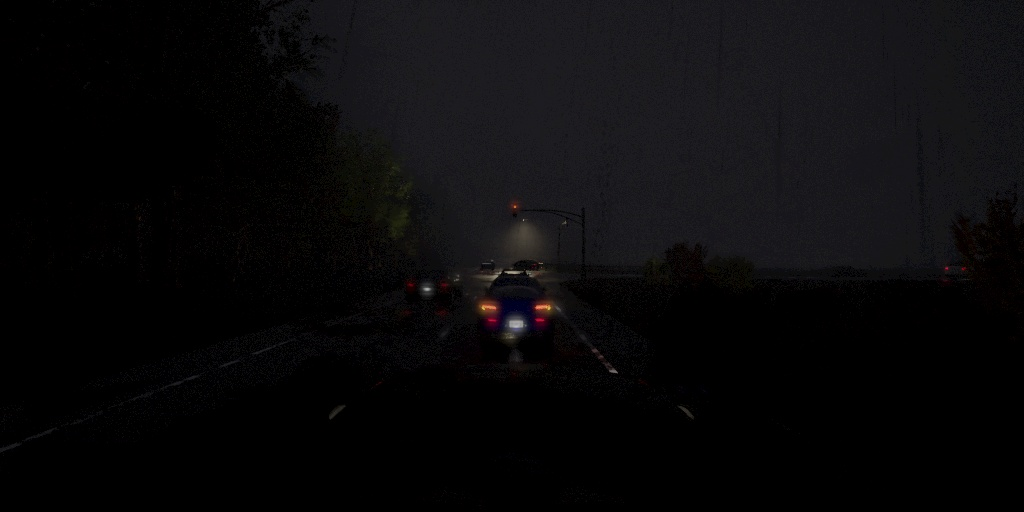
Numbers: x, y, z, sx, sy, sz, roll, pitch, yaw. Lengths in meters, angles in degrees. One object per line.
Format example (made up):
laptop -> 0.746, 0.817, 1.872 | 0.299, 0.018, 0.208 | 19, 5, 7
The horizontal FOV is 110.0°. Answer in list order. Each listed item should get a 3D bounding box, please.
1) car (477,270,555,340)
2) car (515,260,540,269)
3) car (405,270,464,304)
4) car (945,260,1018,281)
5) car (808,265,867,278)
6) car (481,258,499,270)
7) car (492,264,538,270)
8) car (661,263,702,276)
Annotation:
car -> 0.100, 1.278, 9.906 | 1.812, 1.442, 4.674 | 0, 0, 0
car -> 1.719, 1.258, 47.738 | 1.837, 1.490, 4.892 | -3, 2, -32
car -> -3.400, 1.317, 16.351 | 1.994, 1.385, 4.181 | 0, 0, 0
car -> 48.549, 1.498, 37.192 | 5.566, 2.045, 2.150 | 1, -1, 0
car -> 36.992, 1.758, 40.835 | 5.357, 1.411, 2.033 | 1, -1, 0
car -> -3.400, 1.248, 51.976 | 2.128, 1.511, 4.902 | 0, 0, 0
car -> 0.099, 1.318, 18.661 | 1.994, 1.385, 4.181 | 0, 0, 0
car -> 19.077, 1.520, 40.919 | 4.892, 1.490, 1.837 | 1, -1, 0
